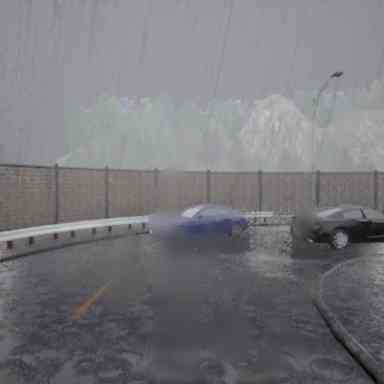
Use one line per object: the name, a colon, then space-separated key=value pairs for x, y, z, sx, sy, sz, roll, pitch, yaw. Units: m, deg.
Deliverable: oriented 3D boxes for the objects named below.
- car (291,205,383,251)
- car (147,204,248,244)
car: x=6.280 y=1.259 z=12.807 sx=5.008 sy=1.535 sz=1.882 roll=0 pitch=-1 yaw=-15
car: x=0.338 y=1.278 z=14.356 sx=4.674 sy=1.442 sz=1.812 roll=0 pitch=1 yaw=-33
